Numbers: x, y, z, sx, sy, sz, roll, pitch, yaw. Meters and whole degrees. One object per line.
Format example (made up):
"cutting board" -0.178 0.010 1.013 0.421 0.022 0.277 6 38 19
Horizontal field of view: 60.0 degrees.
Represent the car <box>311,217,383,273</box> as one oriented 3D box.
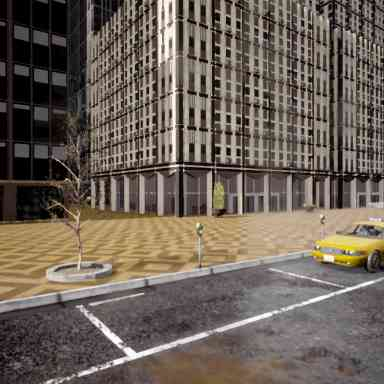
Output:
"car" 5.780 1.526 10.677 4.829 1.417 1.752 0 0 -35
